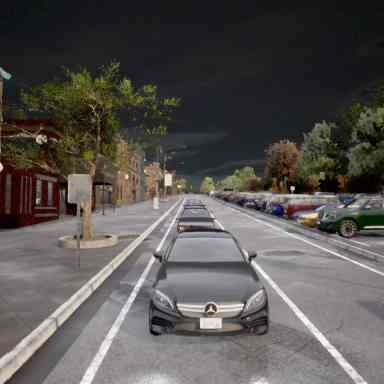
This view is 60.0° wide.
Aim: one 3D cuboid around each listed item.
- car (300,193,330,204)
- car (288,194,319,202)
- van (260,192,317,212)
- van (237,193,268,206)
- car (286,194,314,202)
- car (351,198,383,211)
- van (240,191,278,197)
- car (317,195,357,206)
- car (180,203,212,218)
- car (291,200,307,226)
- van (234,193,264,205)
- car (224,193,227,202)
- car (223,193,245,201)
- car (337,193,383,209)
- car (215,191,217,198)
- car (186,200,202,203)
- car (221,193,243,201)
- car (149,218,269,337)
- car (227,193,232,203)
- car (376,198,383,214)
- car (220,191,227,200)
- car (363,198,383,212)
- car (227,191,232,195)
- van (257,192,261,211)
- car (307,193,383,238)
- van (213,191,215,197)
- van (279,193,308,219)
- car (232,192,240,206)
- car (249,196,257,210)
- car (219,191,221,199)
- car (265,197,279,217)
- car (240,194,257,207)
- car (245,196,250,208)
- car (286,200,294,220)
[{"bbox_3d":[22.071,1.134,59.665,4.553,1.767,2.185,0,1,0],"label":"car"},{"bbox_3d":[21.814,1.207,65.214,5.366,1.575,1.946,0,1,0],"label":"car"},{"bbox_3d":[9.055,1.230,31.077,4.442,1.987,1.878,0,0,0],"label":"van"},{"bbox_3d":[9.143,1.112,50.704,4.442,1.987,1.878,0,1,0],"label":"van"},{"bbox_3d":[21.984,1.187,67.992,4.892,1.521,2.231,0,1,0],"label":"car"},{"bbox_3d":[22.212,1.451,40.236,4.792,1.488,2.163,0,0,0],"label":"car"},{"bbox_3d":[9.184,1.162,45.100,4.442,1.987,1.878,0,0,0],"label":"van"},{"bbox_3d":[22.288,1.331,51.339,5.366,1.575,1.946,0,1,0],"label":"car"},{"bbox_3d":[0.188,1.532,17.428,2.033,1.411,5.357,0,0,0],"label":"car"},{"bbox_3d":[9.069,1.466,19.860,5.366,1.575,1.946,0,0,0],"label":"car"},{"bbox_3d":[9.122,1.087,53.507,4.442,1.987,1.878,0,1,0],"label":"van"},{"bbox_3d":[8.941,1.278,61.918,4.674,1.452,2.002,0,1,0],"label":"car"},{"bbox_3d":[8.850,1.038,70.326,4.553,1.767,2.185,0,1,0],"label":"car"},{"bbox_3d":[22.135,1.152,43.008,5.566,2.045,2.435,0,0,0],"label":"car"},{"bbox_3d":[8.793,1.063,81.539,5.008,1.535,2.097,0,1,0],"label":"car"},{"bbox_3d":[0.211,1.442,29.876,2.128,1.511,4.902,0,0,0],"label":"car"},{"bbox_3d":[8.829,1.013,73.129,4.553,1.767,2.185,0,1,0],"label":"car"},{"bbox_3d":[0.251,1.524,6.849,1.812,1.442,4.674,0,0,0],"label":"car"},{"bbox_3d":[8.978,1.289,56.312,4.892,1.521,2.231,0,1,0],"label":"car"},{"bbox_3d":[22.409,1.443,34.682,5.366,1.575,1.946,0,0,0],"label":"car"},{"bbox_3d":[8.894,0.962,64.719,5.566,2.045,2.435,0,1,0],"label":"car"},{"bbox_3d":[22.175,1.468,37.452,4.792,1.488,2.163,0,0,0],"label":"car"},{"bbox_3d":[8.995,1.138,59.114,4.553,1.767,2.185,0,1,0],"label":"car"},{"bbox_3d":[9.267,1.222,33.880,4.442,1.987,1.878,0,0,0],"label":"van"},{"bbox_3d":[9.247,1.220,17.057,5.566,2.045,2.435,0,0,0],"label":"car"},{"bbox_3d":[8.619,0.762,89.946,4.442,1.987,1.878,0,1,0],"label":"van"},{"bbox_3d":[9.330,1.237,25.468,4.442,1.987,1.878,0,0,0],"label":"van"},{"bbox_3d":[9.019,1.112,47.899,5.566,2.045,2.435,0,1,0],"label":"car"},{"bbox_3d":[9.159,1.469,36.683,4.792,1.488,2.163,0,0,0],"label":"car"},{"bbox_3d":[8.873,0.937,67.522,5.566,2.045,2.435,0,1,0],"label":"car"},{"bbox_3d":[9.187,1.459,28.271,5.008,1.535,2.097,0,0,0],"label":"car"},{"bbox_3d":[9.095,1.408,42.293,4.892,1.521,2.231,0,0,0],"label":"car"},{"bbox_3d":[9.106,1.465,39.490,4.674,1.452,2.002,0,0,0],"label":"car"},{"bbox_3d":[9.236,1.506,22.664,4.674,1.452,2.002,0,0,0],"label":"car"}]
